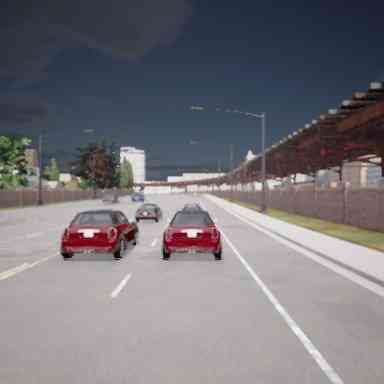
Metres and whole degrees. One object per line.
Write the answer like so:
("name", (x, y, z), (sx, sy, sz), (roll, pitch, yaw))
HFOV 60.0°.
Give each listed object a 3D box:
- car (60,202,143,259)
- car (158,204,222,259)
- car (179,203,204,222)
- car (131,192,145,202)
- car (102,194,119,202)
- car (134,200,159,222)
("car", (-3.490, 1.476, 13.390), (2.097, 1.767, 4.553), (0, 0, 0))
("car", (0.010, 1.476, 13.392), (2.097, 1.767, 4.553), (0, 0, 0))
("car", (-0.002, 1.686, 28.413), (1.994, 1.385, 4.181), (0, 0, 0))
("car", (-10.552, 0.943, 65.484), (2.150, 2.045, 5.566), (0, 1, 0))
("car", (-14.102, 1.163, 57.669), (2.097, 1.767, 4.553), (0, 1, 0))
("car", (-3.509, 1.674, 27.461), (2.033, 1.411, 5.357), (0, 0, 0))
